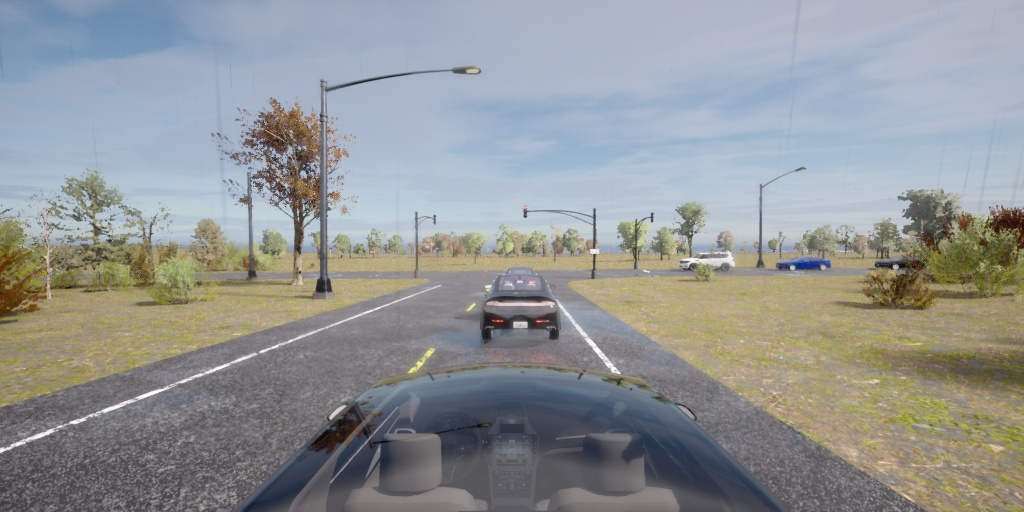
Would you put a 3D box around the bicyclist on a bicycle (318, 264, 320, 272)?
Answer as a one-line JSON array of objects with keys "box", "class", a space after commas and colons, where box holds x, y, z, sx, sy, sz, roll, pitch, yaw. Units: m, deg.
[{"box": [-25.343, 1.326, 47.868, 0.582, 1.620, 1.656, -1, 0, 5], "class": "bicyclist on a bicycle"}]

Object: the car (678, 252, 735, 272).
[{"box": [21.548, 0.629, 39.791, 5.566, 2.045, 2.150, -1, 1, 5], "class": "car"}]

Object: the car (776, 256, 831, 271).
[{"box": [31.545, 0.776, 38.908, 5.008, 1.535, 1.882, -1, 1, 5], "class": "car"}]

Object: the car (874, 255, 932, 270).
[{"box": [41.568, 0.671, 38.012, 5.008, 1.535, 1.882, -1, 1, 5], "class": "car"}]

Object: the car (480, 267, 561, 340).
[{"box": [0.220, 1.235, 9.969, 2.128, 1.511, 4.902, 0, 0, 1], "class": "car"}]
